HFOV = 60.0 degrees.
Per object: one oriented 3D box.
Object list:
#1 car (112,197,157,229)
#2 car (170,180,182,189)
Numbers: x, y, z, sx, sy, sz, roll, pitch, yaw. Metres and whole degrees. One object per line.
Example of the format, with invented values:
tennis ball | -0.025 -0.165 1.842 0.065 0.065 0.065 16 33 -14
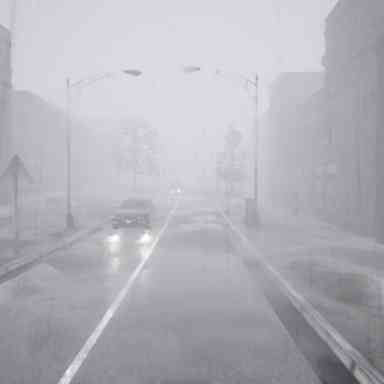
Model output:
car | -3.046 1.070 18.319 1.837 1.490 4.892 0 3 0
car | -2.850 -1.354 60.438 2.128 1.511 4.902 0 3 1
